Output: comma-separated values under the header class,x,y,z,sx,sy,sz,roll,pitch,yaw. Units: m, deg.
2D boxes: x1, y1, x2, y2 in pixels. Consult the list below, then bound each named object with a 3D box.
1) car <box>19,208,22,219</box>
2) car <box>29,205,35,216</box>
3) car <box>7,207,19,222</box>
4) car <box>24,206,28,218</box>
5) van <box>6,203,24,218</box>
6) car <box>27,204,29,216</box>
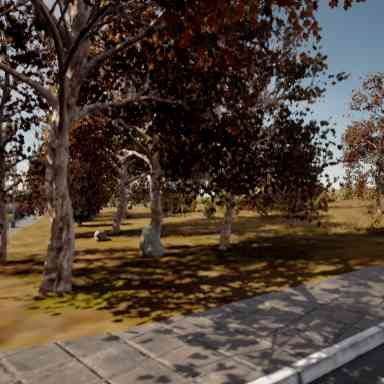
class,x,y,z,sx,sy,sz,roll,pitch,yaw
car,-23.787,2.824,40.061,4.892,1.521,2.231,4,-4,-40
car,-28.823,3.270,53.901,4.792,1.488,2.163,4,-4,-40
car,-22.907,2.730,37.179,5.366,1.575,1.946,4,-3,-40
car,-25.783,3.019,45.609,4.792,1.488,2.163,4,-4,-40
van,-24.700,2.687,42.916,4.442,1.987,1.878,4,-4,-40
car,-26.834,2.944,48.340,4.553,1.767,2.185,4,-4,-40
